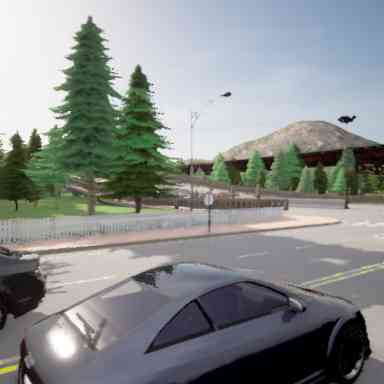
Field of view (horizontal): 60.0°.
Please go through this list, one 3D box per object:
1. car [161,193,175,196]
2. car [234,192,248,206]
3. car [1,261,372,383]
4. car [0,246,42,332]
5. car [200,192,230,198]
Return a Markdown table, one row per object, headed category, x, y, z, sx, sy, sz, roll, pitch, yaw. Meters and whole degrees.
| category | x | y | z | sx | sy | sz | roll | pitch | yaw |
| --- | --- | --- | --- | --- | --- | --- | --- | --- | --- |
| car | -4.249 | 0.130 | 63.456 | 1.837 | 1.490 | 4.892 | 0 | 6 | -36 |
| car | 6.027 | 1.050 | 49.739 | 2.150 | 2.045 | 5.566 | 0 | 2 | -37 |
| car | 0.275 | 1.562 | 3.941 | 4.181 | 1.385 | 1.994 | 0 | 0 | -36 |
| car | -4.783 | 1.506 | 4.877 | 4.892 | 1.490 | 1.837 | 0 | 0 | -35 |
| car | 2.969 | 1.167 | 47.983 | 2.097 | 1.767 | 4.553 | 0 | 2 | -37 |
